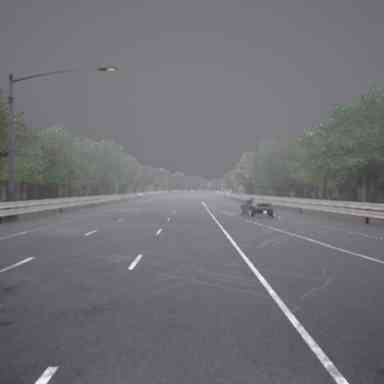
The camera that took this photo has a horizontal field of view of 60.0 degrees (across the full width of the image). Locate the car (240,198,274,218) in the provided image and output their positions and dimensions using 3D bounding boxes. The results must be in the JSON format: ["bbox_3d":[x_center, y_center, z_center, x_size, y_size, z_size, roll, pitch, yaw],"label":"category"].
[{"bbox_3d":[5.384,1.310,28.058,1.837,1.490,4.892,0,0,-6],"label":"car"}]
